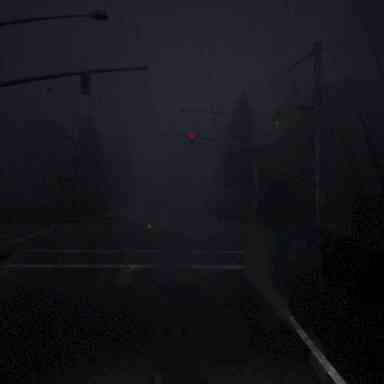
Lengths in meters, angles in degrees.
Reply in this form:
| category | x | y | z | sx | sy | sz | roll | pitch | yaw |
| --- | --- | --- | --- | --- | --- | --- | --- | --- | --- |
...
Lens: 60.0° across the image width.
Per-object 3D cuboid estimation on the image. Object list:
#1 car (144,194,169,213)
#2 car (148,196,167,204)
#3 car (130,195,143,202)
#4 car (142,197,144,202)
| category | x | y | z | sx | sy | sz | roll | pitch | yaw |
| --- | --- | --- | --- | --- | --- | --- | --- | --- | --- |
| car | -3.753 | 1.214 | 37.173 | 2.150 | 2.045 | 5.566 | 0 | 0 | -2 |
| car | -6.724 | 1.532 | 64.768 | 2.033 | 1.411 | 5.357 | 0 | 0 | -26 |
| car | -12.428 | 1.416 | 73.166 | 5.008 | 1.535 | 1.882 | 0 | 0 | 42 |
| car | -6.460 | 1.513 | 54.233 | 1.812 | 1.442 | 4.674 | 0 | 0 | -17 |
